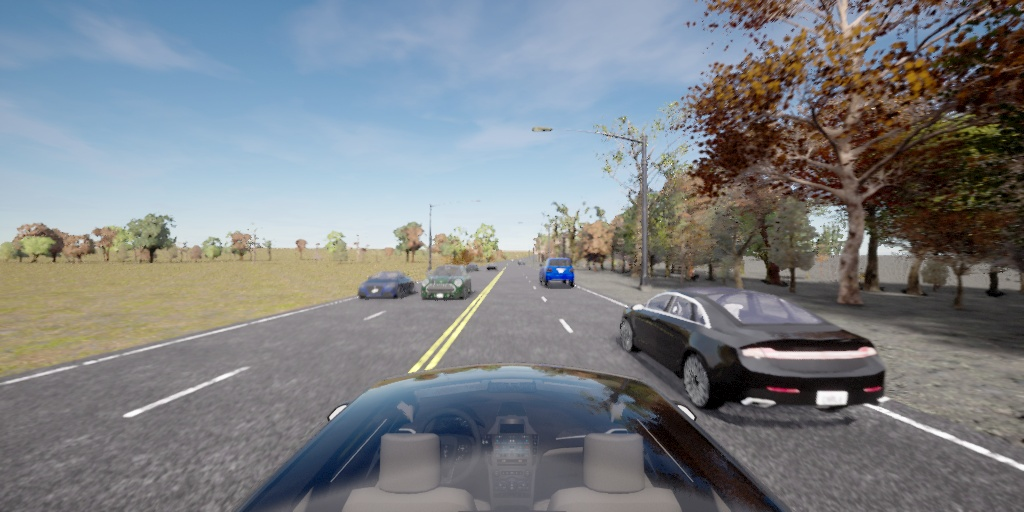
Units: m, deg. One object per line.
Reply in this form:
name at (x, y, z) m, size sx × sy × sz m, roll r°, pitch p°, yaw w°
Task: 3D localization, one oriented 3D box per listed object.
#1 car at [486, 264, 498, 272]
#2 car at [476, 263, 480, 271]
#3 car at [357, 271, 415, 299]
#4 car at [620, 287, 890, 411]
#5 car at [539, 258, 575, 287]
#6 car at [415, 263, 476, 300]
car at (-3.313, 1.934, 60.552) m, size 1.895 × 1.301 × 4.718 m, roll 0°, pitch 0°, yaw 1°
car at (-6.568, 1.897, 60.593) m, size 1.994 × 1.385 × 4.181 m, roll 0°, pitch 0°, yaw 1°
car at (-6.606, 1.500, 19.244) m, size 1.994 × 1.385 × 4.181 m, roll 0°, pitch -1°, yaw 0°
car at (3.340, 1.284, 6.173) m, size 2.128 × 1.511 × 4.902 m, roll -1°, pitch 0°, yaw 0°
car at (3.370, 1.198, 27.475) m, size 2.150 × 2.045 × 5.566 m, roll 1°, pitch -1°, yaw -1°
car at (-3.356, 1.286, 19.034) m, size 2.097 × 1.767 × 4.553 m, roll 0°, pitch -1°, yaw 0°
